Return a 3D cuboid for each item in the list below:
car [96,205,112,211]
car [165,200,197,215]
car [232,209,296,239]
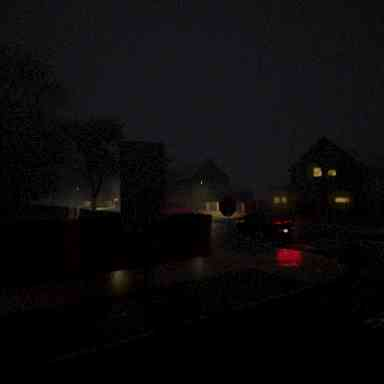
[{"bbox_3d":[-12.112,2.417,44.408,1.812,1.442,4.674,-1,-1,-30],"label":"car"},{"bbox_3d":[-1.648,1.698,26.501,2.150,2.045,5.566,-1,0,-30],"label":"car"},{"bbox_3d":[3.981,1.788,19.236,1.837,1.490,4.892,-6,0,-19],"label":"car"}]
